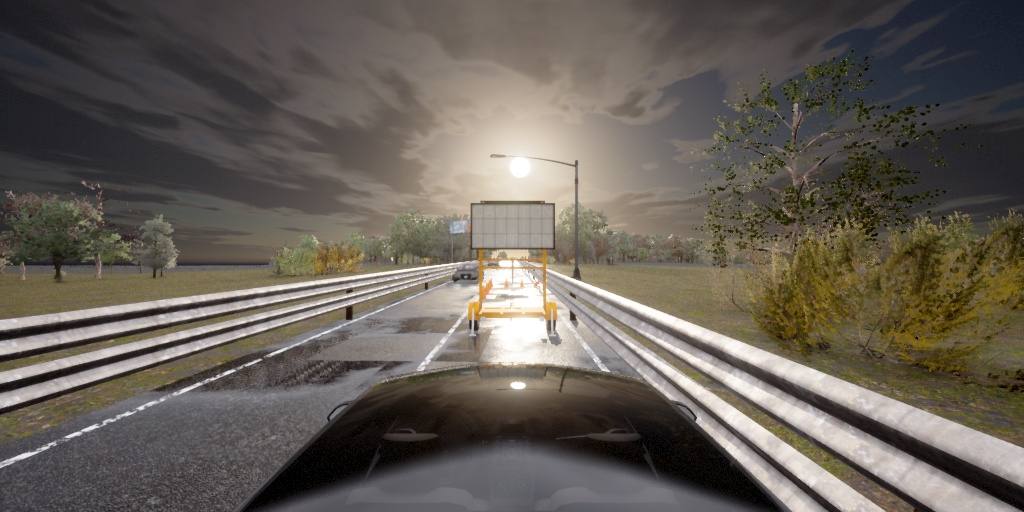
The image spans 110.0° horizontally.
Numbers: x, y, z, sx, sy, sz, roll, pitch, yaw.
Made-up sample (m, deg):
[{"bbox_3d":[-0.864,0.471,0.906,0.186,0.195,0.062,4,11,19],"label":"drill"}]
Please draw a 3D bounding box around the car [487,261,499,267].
[{"bbox_3d":[-3.173,1.299,61.797,1.812,1.442,4.674,0,0,0],"label":"car"}]

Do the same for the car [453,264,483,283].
[{"bbox_3d":[-3.316,1.324,27.702,1.994,1.385,4.181,0,0,0],"label":"car"}]

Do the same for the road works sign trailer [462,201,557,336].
[{"bbox_3d":[0.021,0.218,10.353,2.380,3.560,2.880,0,0,0],"label":"road works sign trailer"}]
